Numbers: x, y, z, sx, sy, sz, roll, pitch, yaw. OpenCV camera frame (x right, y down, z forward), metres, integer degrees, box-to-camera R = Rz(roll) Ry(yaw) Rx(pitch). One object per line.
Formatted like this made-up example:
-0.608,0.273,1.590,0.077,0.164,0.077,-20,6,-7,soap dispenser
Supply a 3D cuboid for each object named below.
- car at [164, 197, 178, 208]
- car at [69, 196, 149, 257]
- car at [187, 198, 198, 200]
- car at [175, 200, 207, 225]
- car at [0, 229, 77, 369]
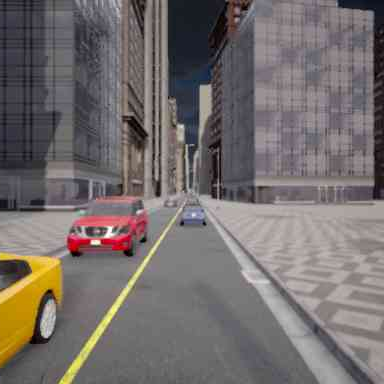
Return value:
-3.071,1.526,48.666,1.812,1.442,4.674,0,0,0,car
-3.071,1.230,13.368,2.150,2.045,5.566,0,1,0,car
0.094,1.499,44.118,2.128,1.511,4.902,0,0,0,car
0.099,1.565,24.292,2.033,1.411,5.357,0,0,0,car
-3.094,1.482,3.595,1.882,1.535,5.008,0,0,0,car
